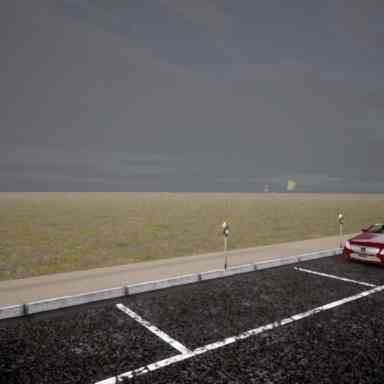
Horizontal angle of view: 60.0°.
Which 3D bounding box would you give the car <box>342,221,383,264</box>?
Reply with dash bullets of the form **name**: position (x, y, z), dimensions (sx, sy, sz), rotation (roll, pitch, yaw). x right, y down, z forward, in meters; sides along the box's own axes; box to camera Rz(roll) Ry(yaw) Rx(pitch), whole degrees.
- **car**: position (6.624, 1.583, 10.785), dimensions (4.206, 1.307, 1.802), rotation (0, 1, -35)
